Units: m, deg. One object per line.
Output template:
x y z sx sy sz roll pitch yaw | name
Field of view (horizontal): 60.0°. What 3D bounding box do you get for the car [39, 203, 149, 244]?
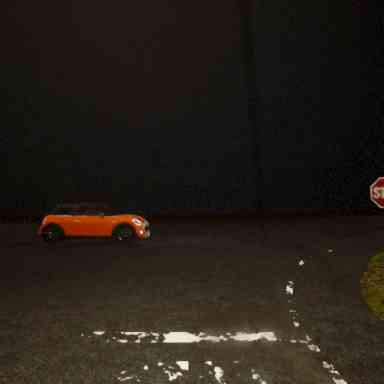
-4.225 1.303 14.900 4.553 1.767 2.097 0 -2 0 | car
